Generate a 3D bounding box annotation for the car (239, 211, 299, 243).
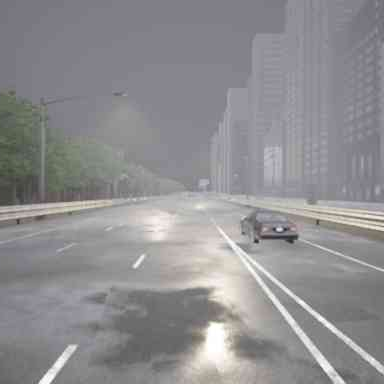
[{"bbox_3d":[3.619,1.635,16.481,2.033,1.411,5.357,0,0,-1],"label":"car"}]
